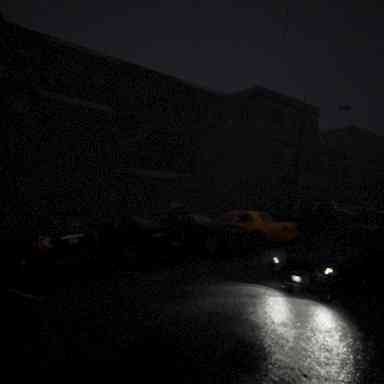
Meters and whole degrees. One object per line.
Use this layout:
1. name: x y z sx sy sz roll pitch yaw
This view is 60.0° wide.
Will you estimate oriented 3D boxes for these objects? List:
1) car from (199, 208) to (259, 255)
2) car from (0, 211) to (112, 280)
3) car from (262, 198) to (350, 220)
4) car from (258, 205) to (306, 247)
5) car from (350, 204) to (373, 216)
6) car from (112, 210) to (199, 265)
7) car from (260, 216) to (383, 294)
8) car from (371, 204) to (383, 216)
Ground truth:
1. car: -0.136 1.504 13.494 5.008 1.535 2.097 -1 -1 35
2. car: -4.892 1.349 10.068 4.553 1.767 2.185 -1 -1 35
3. car: 4.628 1.306 16.900 5.566 2.045 2.435 -1 -1 35
4. car: 2.111 1.524 15.294 5.366 1.575 1.946 -1 -1 35
5. car: 7.052 1.590 18.571 4.892 1.521 2.231 -1 -1 35
6. car: -2.518 1.485 11.786 5.008 1.535 2.097 -1 -1 35
7. car: 4.530 1.586 9.049 5.357 1.411 2.033 0 0 -35
8. car: 9.452 1.633 20.264 4.892 1.521 2.231 -1 -1 35
